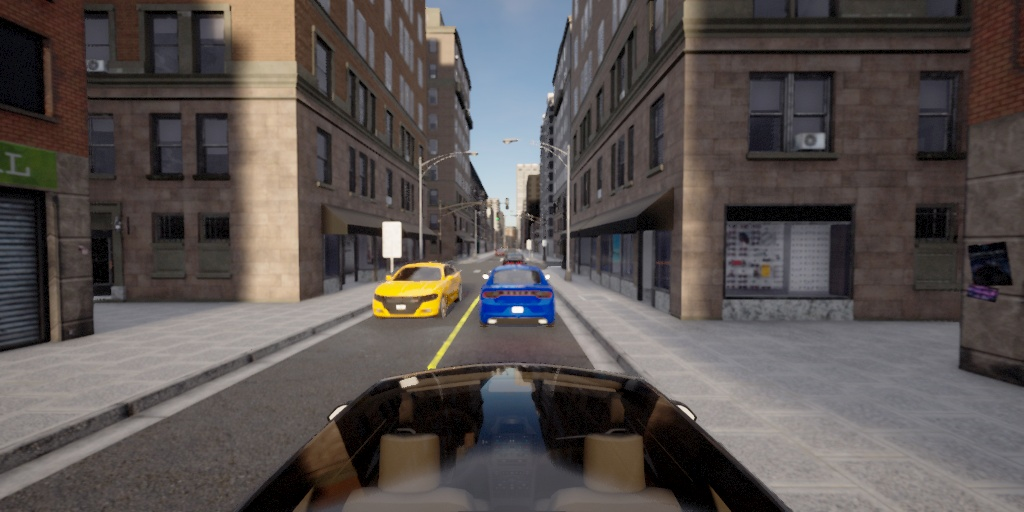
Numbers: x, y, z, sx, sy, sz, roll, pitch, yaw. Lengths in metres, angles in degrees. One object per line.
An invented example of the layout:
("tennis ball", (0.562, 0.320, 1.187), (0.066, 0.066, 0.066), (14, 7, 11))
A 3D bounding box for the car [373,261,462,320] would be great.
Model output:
("car", (-2.802, 0.953, 11.574), (1.882, 1.535, 5.008), (0, 2, 0))

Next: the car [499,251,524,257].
("car", (0.199, 0.570, 26.732), (1.837, 1.490, 4.892), (0, 1, 0))

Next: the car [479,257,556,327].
("car", (0.133, 0.984, 10.529), (1.882, 1.535, 5.008), (0, 2, 0))
